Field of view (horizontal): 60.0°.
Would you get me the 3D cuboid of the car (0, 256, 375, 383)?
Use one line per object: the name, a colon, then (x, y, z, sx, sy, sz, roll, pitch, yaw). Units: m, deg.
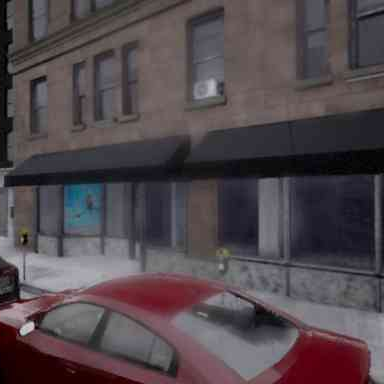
car: (-0.594, 1.574, 3.499, 4.507, 1.381, 1.887, -1, 0, 35)
